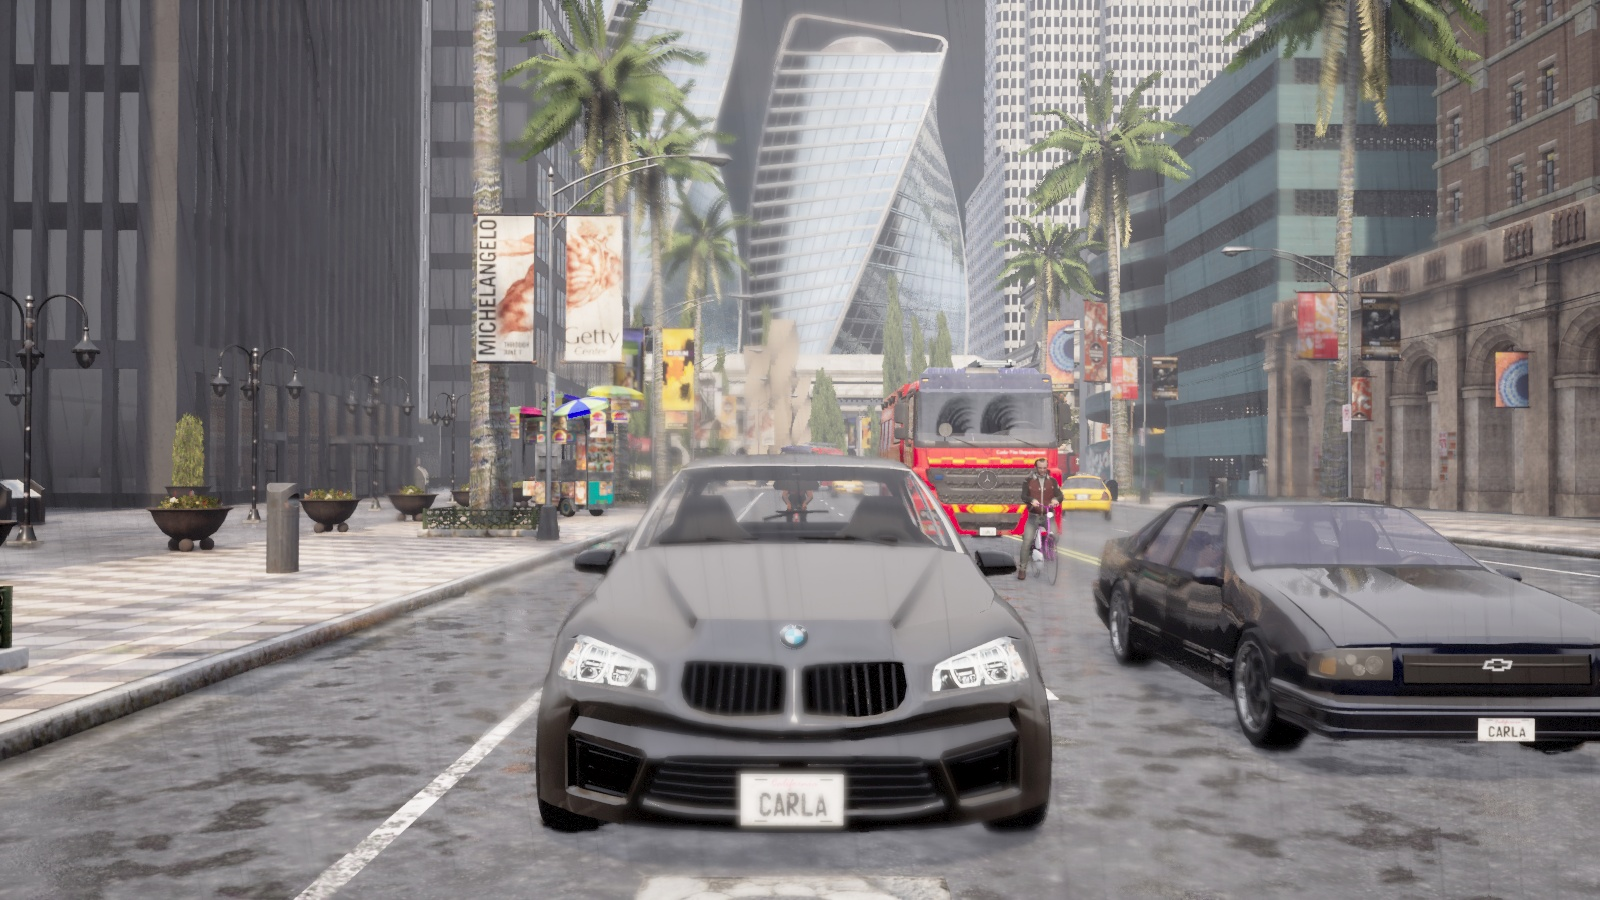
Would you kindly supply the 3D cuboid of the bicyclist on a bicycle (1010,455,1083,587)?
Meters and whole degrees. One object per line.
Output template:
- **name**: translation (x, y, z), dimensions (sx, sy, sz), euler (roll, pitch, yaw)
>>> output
- **bicyclist on a bicycle**: translation (3.458, 0.969, 17.742), dimensions (0.659, 1.776, 1.843), euler (0, -1, 0)

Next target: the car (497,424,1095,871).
- **car**: translation (-0.018, 0.777, 7.026), dimensions (2.242, 1.667, 4.611), euler (0, -1, 0)

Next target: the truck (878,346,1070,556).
- **truck**: translation (3.446, 0.092, 27.189), dimensions (2.891, 3.827, 8.468), euler (0, -1, 0)

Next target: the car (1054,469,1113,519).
- **car**: translation (9.637, 1.427, 42.519), dimensions (1.801, 1.575, 5.366), euler (-1, -1, 14)

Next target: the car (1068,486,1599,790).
- **car**: translation (3.478, 0.996, 8.825), dimensions (2.033, 1.411, 5.357), euler (0, -1, 0)
